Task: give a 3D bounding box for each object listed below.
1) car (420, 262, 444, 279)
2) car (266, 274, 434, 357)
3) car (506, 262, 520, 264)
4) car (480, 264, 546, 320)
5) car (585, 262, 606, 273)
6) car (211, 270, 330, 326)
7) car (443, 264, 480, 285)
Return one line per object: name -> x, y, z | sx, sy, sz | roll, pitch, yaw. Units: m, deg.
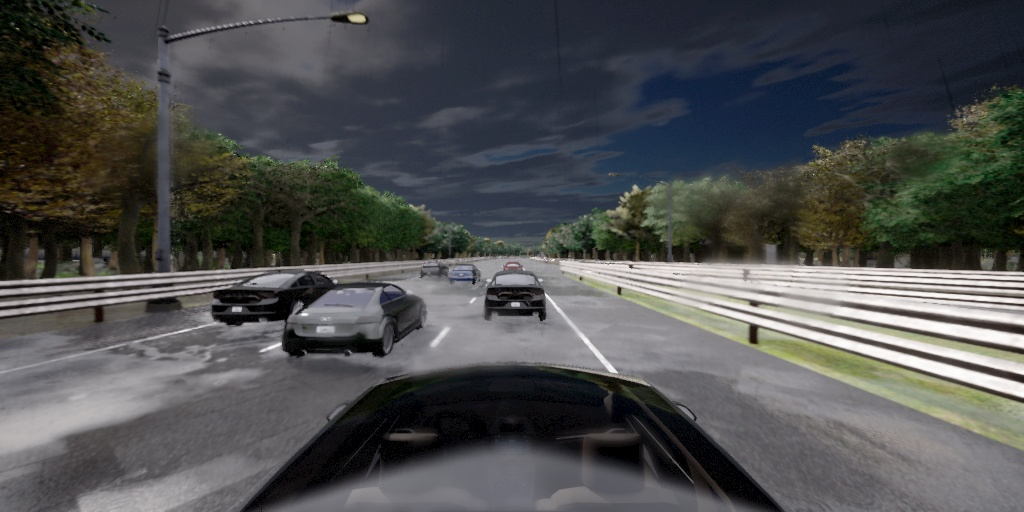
car -> -6.899, 1.246, 32.409 | 2.128, 1.511, 4.902 | 0, 0, 0
car -> -3.399, 1.315, 8.553 | 1.994, 1.385, 4.181 | 0, 0, 0
car -> 0.102, 1.280, 33.659 | 1.812, 1.442, 4.674 | 0, 0, 0
car -> 0.102, 1.228, 12.678 | 1.882, 1.535, 5.008 | 0, 0, 0
car -> 10.659, 1.430, 45.079 | 1.895, 1.301, 4.718 | 0, 0, -12
car -> -6.904, 1.192, 11.471 | 1.882, 1.535, 5.008 | 0, 0, 0
car -> -3.399, 1.300, 26.485 | 2.033, 1.411, 5.357 | 0, 0, 0
